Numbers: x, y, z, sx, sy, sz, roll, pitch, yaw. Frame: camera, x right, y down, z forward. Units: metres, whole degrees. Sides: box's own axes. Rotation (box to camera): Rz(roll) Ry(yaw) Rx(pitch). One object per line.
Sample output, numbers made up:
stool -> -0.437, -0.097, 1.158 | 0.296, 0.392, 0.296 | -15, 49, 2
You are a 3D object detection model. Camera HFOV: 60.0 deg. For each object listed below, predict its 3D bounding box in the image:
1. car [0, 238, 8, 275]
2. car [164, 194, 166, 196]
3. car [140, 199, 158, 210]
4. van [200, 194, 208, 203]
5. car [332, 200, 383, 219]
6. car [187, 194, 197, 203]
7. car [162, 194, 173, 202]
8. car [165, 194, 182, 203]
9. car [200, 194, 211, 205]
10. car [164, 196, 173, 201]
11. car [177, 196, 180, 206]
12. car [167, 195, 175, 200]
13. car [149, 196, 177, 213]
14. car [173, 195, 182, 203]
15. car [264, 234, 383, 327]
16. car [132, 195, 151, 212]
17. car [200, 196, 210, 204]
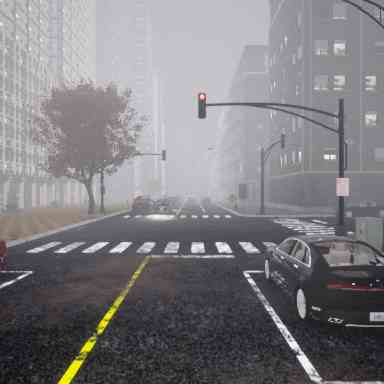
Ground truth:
car -> -5.701, 1.545, 6.936 | 1.887, 1.381, 4.507 | 0, 0, 0
car -> -5.786, 1.627, 72.461 | 1.947, 1.339, 4.313 | 0, 0, 0
car -> -5.750, 1.592, 44.847 | 1.947, 1.339, 4.313 | 0, 0, 0
van -> 2.595, 1.402, 72.472 | 1.690, 1.788, 3.998 | 0, 0, 0
car -> 13.391, 1.350, 26.366 | 4.403, 1.369, 2.008 | -1, 1, -1
car -> -0.089, 1.602, 68.653 | 2.033, 1.411, 5.357 | 0, 0, 0
car -> -5.793, 1.385, 77.983 | 2.192, 1.841, 5.009 | 0, 0, 0
car -> -3.154, 1.518, 57.749 | 1.882, 1.535, 5.008 | 0, 0, 0
car -> 2.610, 1.610, 61.425 | 1.947, 1.339, 4.313 | 0, 0, 0
car -> -5.800, 1.632, 83.507 | 2.008, 1.369, 4.403 | 0, 0, 0
car -> -3.159, 1.630, 47.412 | 1.895, 1.301, 4.718 | 0, 0, 0
car -> -5.814, 1.654, 94.552 | 2.008, 1.369, 4.403 | 0, 0, 0
car -> -3.147, 1.510, 37.139 | 2.128, 1.511, 4.902 | 0, 0, 0
car -> -3.092, 1.523, 71.797 | 1.882, 1.535, 5.008 | 0, 0, 0
car -> 2.679, 1.551, 6.946 | 2.008, 1.369, 4.403 | 0, 0, 0
car -> -5.743, 1.336, 39.324 | 2.192, 1.841, 5.009 | 0, 0, 0
car -> 2.602, 1.578, 67.118 | 1.752, 1.417, 4.829 | 0, 0, 0
